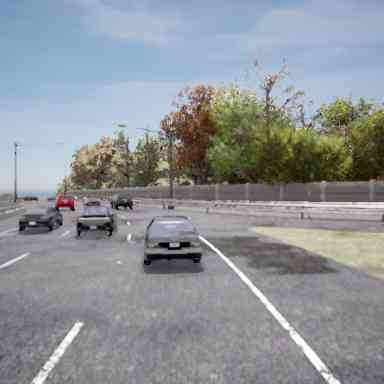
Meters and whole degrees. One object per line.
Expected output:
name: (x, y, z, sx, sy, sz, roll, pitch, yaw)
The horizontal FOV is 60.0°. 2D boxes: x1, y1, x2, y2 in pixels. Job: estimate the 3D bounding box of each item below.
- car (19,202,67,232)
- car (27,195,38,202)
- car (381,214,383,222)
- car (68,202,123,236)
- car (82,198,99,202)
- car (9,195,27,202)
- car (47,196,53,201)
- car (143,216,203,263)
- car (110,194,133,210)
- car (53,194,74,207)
car: (-9.316, 1.575, 20.734, 1.812, 1.442, 4.674, 0, 0, -11)
car: (-38.793, 1.514, 79.976, 4.892, 1.490, 1.837, 0, 0, 40)
car: (14.938, 1.510, 20.806, 5.357, 1.411, 2.033, 0, 0, 23)
car: (-5.239, 1.524, 18.680, 2.128, 1.511, 4.902, 0, 0, -10)
car: (-13.574, 1.587, 44.942, 1.837, 1.490, 4.892, 0, 0, -24)
car: (-41.185, 1.546, 77.421, 4.902, 1.511, 2.128, 0, 0, 40)
car: (-34.489, 1.553, 82.416, 1.994, 1.385, 4.181, 0, 0, -34)
car: (-0.766, 1.559, 11.985, 2.033, 1.411, 5.357, 0, 0, -6)
car: (-9.437, 1.288, 44.273, 2.150, 2.045, 5.566, 0, 0, -23)
car: (-16.420, 1.311, 42.833, 2.150, 2.045, 5.566, 0, 0, -23)
